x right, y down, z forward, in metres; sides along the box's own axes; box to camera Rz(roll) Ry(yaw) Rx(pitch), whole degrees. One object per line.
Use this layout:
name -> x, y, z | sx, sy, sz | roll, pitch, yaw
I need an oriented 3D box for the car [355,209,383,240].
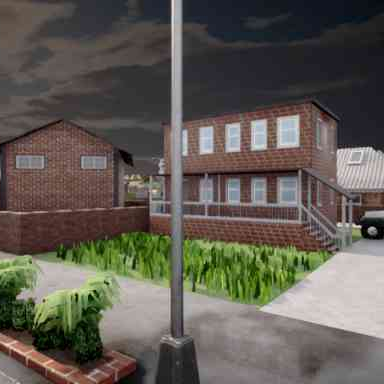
car -> 8.443, 0.973, 12.627 | 3.866, 1.878, 1.905 | 0, 0, 36
